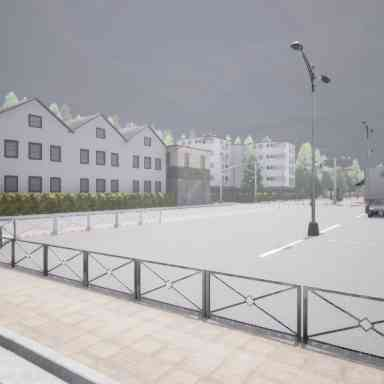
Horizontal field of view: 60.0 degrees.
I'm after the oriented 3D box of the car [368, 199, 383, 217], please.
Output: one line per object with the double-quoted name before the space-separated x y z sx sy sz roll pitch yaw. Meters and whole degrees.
"car" 15.443 1.298 26.791 2.007 1.523 4.514 0 0 35
